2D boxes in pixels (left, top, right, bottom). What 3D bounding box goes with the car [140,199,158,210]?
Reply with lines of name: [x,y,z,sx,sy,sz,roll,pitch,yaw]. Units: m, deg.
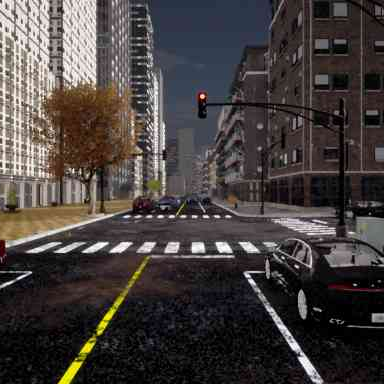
car: [-5.719,1.592,44.811,1.947,1.339,4.313,0,0,0]

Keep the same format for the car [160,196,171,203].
car: [-5.736,1.627,72.425,1.947,1.339,4.313,0,0,0]

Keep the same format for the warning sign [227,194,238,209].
warning sign: [5.043,1.139,41.419,1.300,1.860,1.060,0,0,0]

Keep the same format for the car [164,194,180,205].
car: [-3.125,1.382,48.345,2.097,1.767,4.553,0,0,0]

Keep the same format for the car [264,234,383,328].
car: [2.683,1.552,6.904,2.008,1.369,4.403,0,0,0]

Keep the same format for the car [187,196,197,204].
car: [0.064,1.647,62.539,1.895,1.301,4.718,0,0,0]

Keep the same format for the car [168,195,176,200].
car: [-5.749,1.654,94.516,2.008,1.369,4.403,0,0,0]

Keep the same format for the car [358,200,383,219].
car: [14.664,1.346,23.749,4.181,1.385,1.994,-1,0,-1]

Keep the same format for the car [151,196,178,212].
car: [-3.124,1.512,38.466,2.128,1.511,4.902,0,0,0]

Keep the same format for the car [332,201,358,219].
car: [13.409,1.350,26.316,4.403,1.369,2.008,-1,1,-1]

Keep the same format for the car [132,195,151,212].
car: [-5.717,1.336,39.288,2.192,1.841,5.009,0,0,0]

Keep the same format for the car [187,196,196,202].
car: [-0.047,1.626,79.148,1.994,1.385,4.181,0,0,0]

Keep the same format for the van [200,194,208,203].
van: [2.645,1.402,72.430,1.690,1.788,3.998,0,0,0]

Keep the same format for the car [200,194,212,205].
car: [2.652,1.611,61.384,1.947,1.339,4.313,0,0,0]

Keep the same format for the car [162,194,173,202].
car: [-5.739,1.386,77.947,2.192,1.841,5.009,0,0,0]

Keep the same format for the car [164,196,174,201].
car: [-5.742,1.632,83.471,2.008,1.369,4.403,0,0,0]

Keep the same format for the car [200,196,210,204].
car: [2.649,1.578,67.076,1.752,1.417,4.829,0,0,0]

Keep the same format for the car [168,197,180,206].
car: [-3.116,1.642,58.416,1.895,1.301,4.718,0,0,0]

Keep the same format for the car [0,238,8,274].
car: [-5.697,1.545,6.900,1.887,1.381,4.507,0,0,0]
